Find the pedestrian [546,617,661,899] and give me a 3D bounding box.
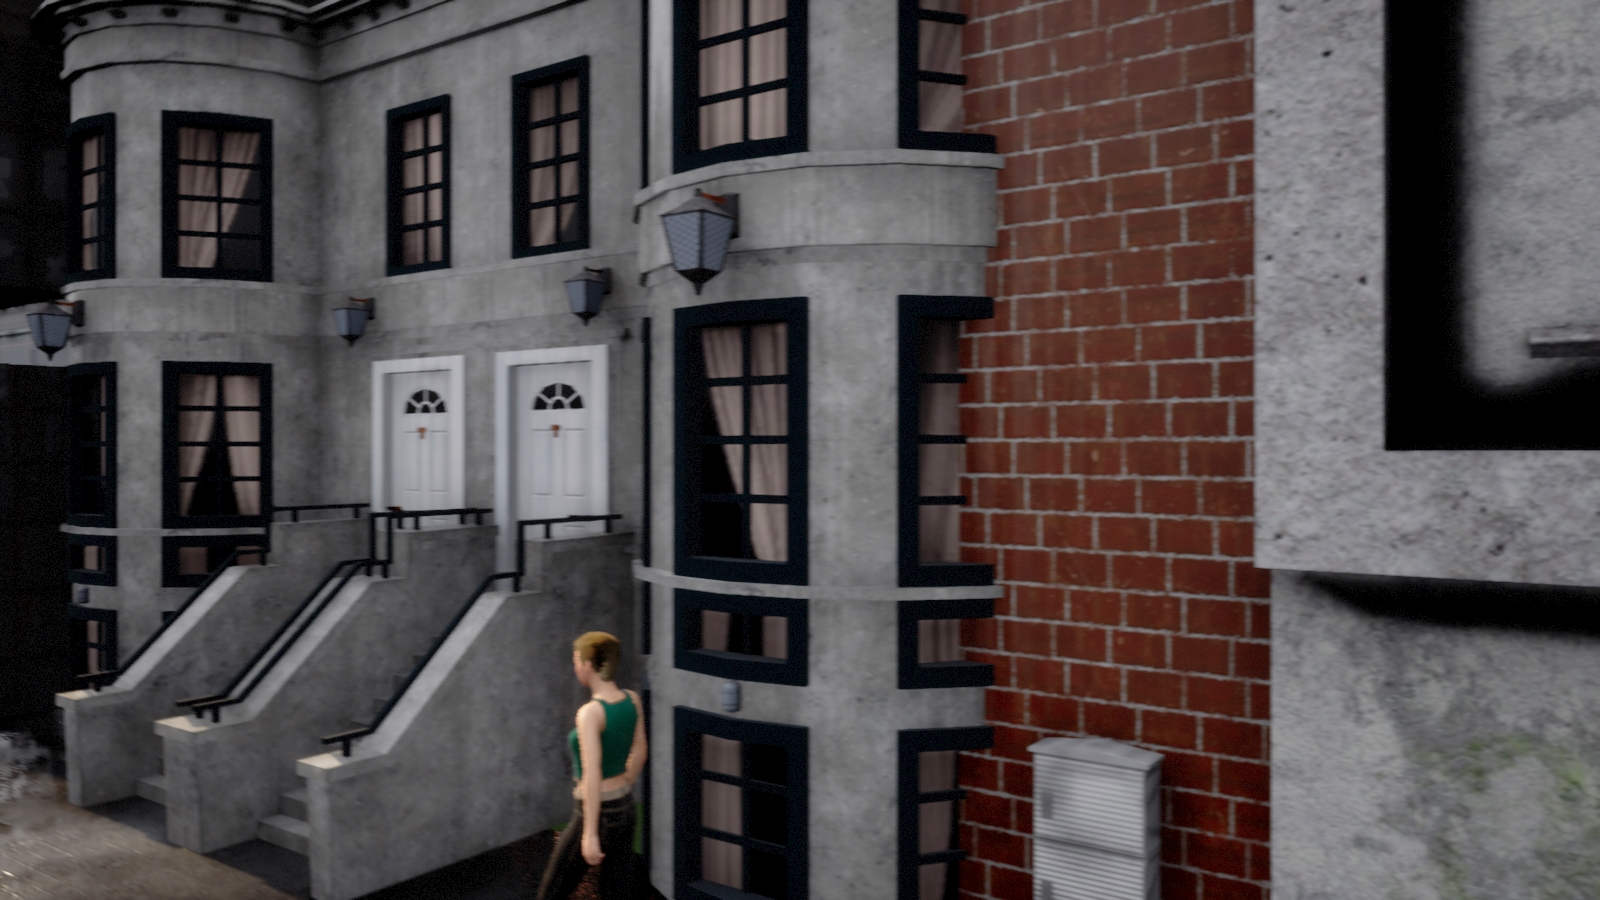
[{"bbox_3d":[-0.908,1.744,5.300,0.375,1.860,0.375,0,0,30],"label":"pedestrian"}]
